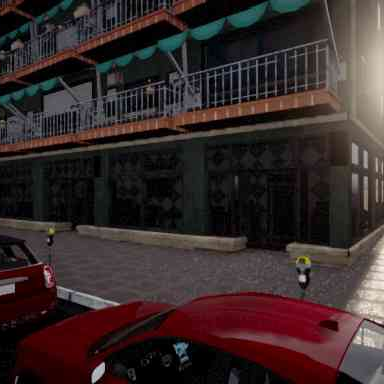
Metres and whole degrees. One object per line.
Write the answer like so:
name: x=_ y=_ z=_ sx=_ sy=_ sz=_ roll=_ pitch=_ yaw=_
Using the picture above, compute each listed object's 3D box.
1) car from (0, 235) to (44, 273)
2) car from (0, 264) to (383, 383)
car: x=-4.273 y=1.440 z=5.935 sx=4.097 sy=1.590 sz=1.967 roll=0 pitch=0 yaw=36
car: x=0.312 y=1.545 z=2.656 sx=4.507 sy=1.381 sz=1.887 roll=0 pitch=0 yaw=36
